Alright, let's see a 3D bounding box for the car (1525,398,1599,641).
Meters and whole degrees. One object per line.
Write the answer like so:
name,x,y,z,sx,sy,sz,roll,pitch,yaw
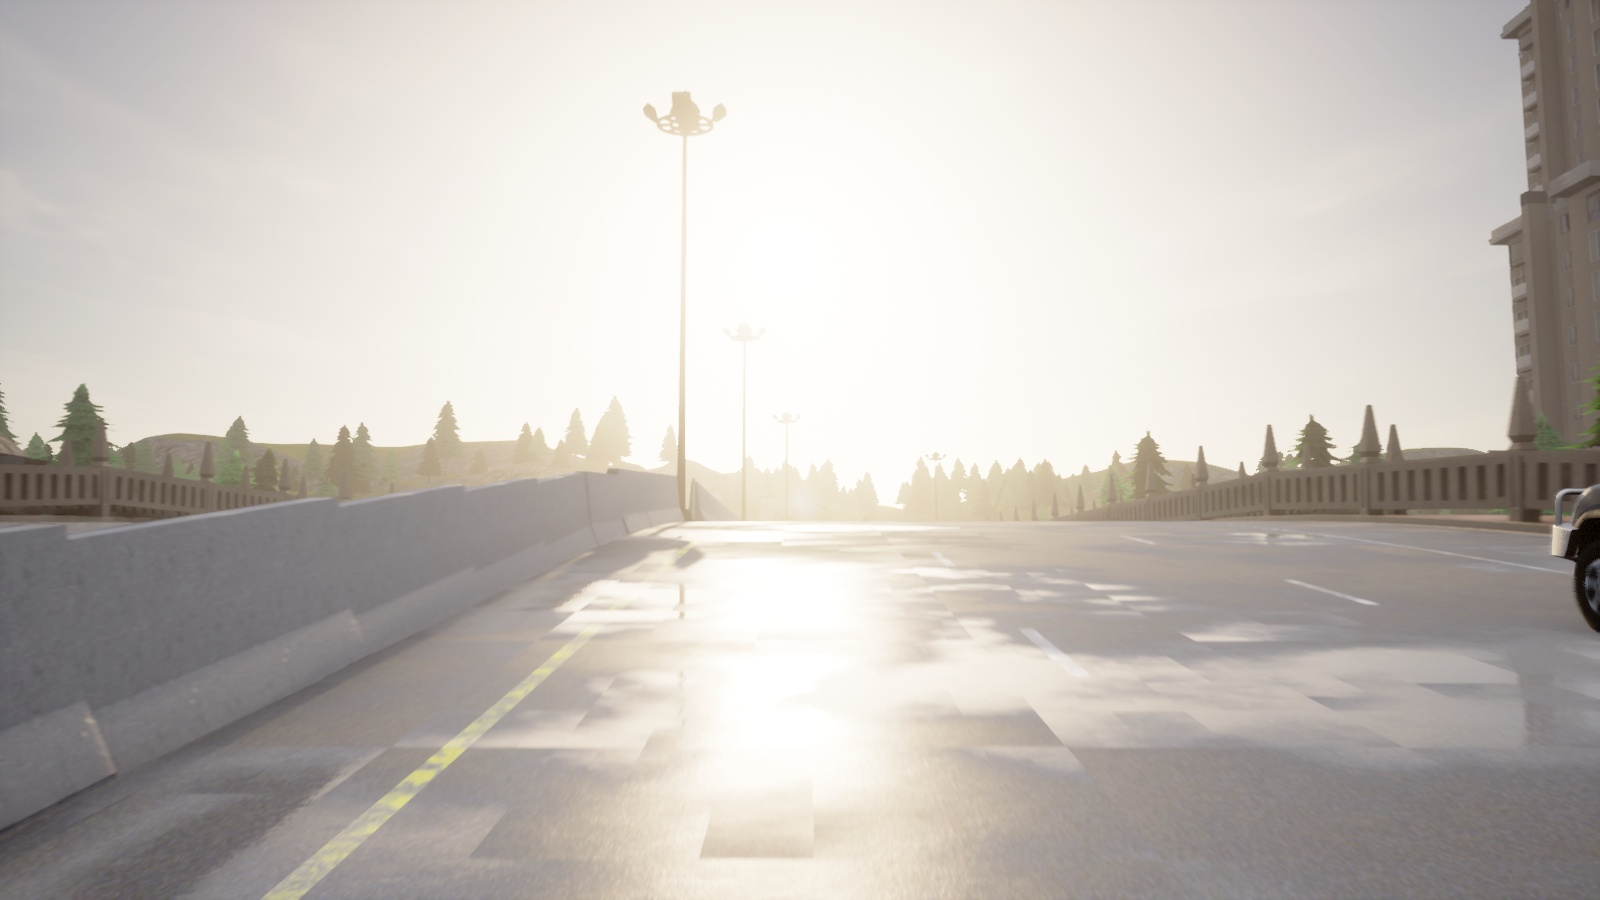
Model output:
car,7.063,0.539,8.270,1.932,1.855,4.605,0,0,0
